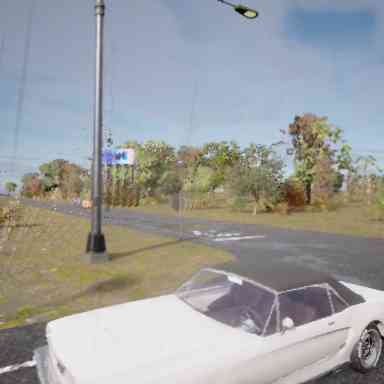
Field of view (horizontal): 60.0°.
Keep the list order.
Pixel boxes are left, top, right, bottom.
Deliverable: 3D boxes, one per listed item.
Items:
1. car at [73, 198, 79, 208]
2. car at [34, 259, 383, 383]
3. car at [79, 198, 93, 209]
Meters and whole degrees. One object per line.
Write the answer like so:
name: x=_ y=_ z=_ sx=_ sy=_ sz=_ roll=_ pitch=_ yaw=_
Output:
car: x=-19.313 y=1.802 z=58.278 sx=2.097 sy=1.767 sz=4.553 roll=1 pitch=-1 yaw=-33
car: x=0.646 y=1.654 z=4.221 sx=4.718 sy=1.301 sz=1.895 roll=1 pitch=-1 yaw=-34
car: x=-16.192 y=1.779 z=53.505 sx=2.097 sy=1.767 sz=4.553 roll=1 pitch=-1 yaw=-32
